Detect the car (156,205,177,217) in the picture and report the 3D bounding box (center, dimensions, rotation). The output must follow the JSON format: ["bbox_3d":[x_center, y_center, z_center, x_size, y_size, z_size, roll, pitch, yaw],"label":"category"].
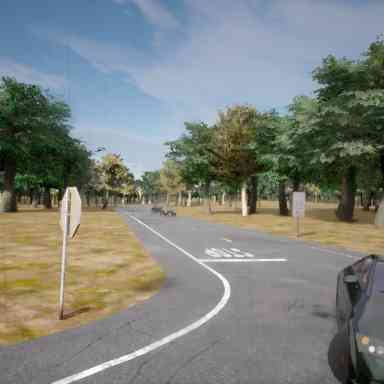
[{"bbox_3d":[-3.551,2.853,48.067,1.895,1.301,4.718,3,-2,-14],"label":"car"}]

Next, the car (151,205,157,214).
[{"bbox_3d":[-5.829,2.964,56.908,1.882,1.535,5.008,3,-2,-14],"label":"car"}]

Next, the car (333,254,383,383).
[{"bbox_3d":[3.150,1.644,4.680,1.994,1.385,4.181,1,-1,22],"label":"car"}]
